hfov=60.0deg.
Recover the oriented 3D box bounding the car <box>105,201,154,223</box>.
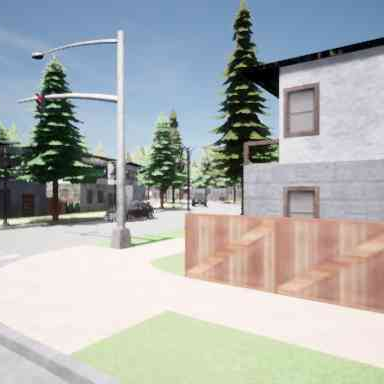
[{"bbox_3d":[-4.688,1.476,25.679,1.837,1.490,4.892,0,0,24],"label":"car"}]

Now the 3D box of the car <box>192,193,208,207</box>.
[{"bbox_3d":[1.176,1.190,49.942,2.150,2.045,5.566,0,0,2],"label":"car"}]
